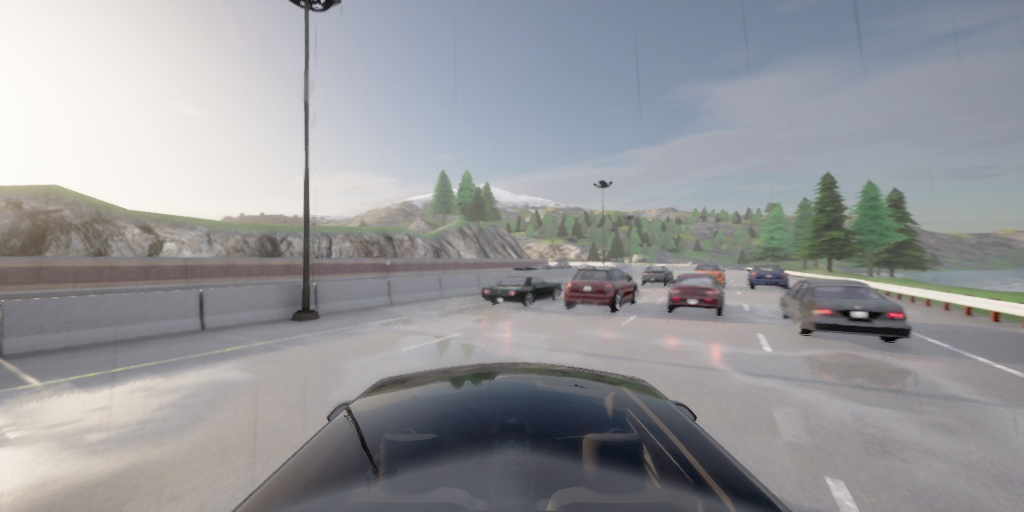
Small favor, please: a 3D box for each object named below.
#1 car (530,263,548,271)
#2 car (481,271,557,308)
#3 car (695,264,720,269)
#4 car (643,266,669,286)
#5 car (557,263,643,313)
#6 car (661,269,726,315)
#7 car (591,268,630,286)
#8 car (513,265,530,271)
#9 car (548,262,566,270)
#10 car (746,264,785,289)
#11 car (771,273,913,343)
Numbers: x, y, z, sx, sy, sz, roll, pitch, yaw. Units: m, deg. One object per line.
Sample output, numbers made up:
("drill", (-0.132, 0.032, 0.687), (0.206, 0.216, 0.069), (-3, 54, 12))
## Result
("car", (5.379, 2.005, 60.331), (2.128, 1.511, 4.902), (-1, -1, 27))
("car", (0.651, 1.550, 16.685), (1.895, 1.301, 4.718), (-1, -1, 31))
("car", (14.527, 1.358, 26.561), (2.097, 1.767, 4.553), (-1, -1, 31))
("car", (11.553, 1.540, 28.404), (2.128, 1.511, 4.902), (-1, -1, 31))
("car", (3.939, 1.265, 15.372), (2.097, 1.767, 4.553), (-1, -1, 31))
("car", (7.357, 1.405, 14.269), (1.812, 1.442, 4.674), (-1, -1, 31))
("car", (8.216, 1.684, 29.638), (1.895, 1.301, 4.718), (-1, -1, 31))
("car", (1.906, 2.146, 61.208), (1.895, 1.301, 4.718), (-1, -1, 28))
("car", (8.060, 1.820, 57.993), (2.097, 1.767, 4.553), (-1, -1, 27))
("car", (17.549, 1.318, 24.794), (2.097, 1.767, 4.553), (-1, -1, 31))
("car", (8.935, 1.362, 10.079), (2.033, 1.411, 5.357), (-1, -1, 31))
